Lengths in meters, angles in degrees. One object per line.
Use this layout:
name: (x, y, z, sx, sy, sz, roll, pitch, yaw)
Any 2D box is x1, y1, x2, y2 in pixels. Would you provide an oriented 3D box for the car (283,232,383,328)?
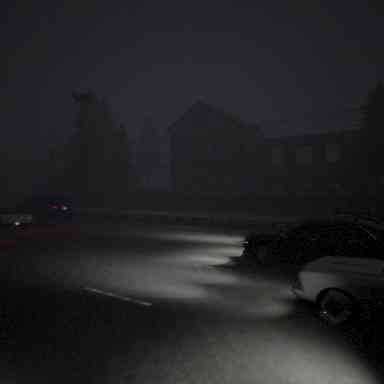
car: (4.141, 1.601, 5.336, 4.718, 1.301, 1.895, 0, 0, 36)

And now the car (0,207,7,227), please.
car: (-11.807, 1.560, 16.719, 5.357, 1.411, 2.033, 0, 0, 36)

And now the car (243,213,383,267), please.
car: (3.879, 1.507, 9.824, 4.892, 1.490, 1.837, 0, 0, 36)

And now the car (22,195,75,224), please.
car: (-11.034, 1.237, 24.768, 5.566, 2.045, 2.150, 0, 0, 36)

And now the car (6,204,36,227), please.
car: (-12.400, 1.616, 21.443, 4.718, 1.301, 1.895, 0, 0, 36)

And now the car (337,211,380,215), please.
car: (5.847, 1.493, 12.720, 4.902, 1.511, 2.128, 0, 0, 36)
